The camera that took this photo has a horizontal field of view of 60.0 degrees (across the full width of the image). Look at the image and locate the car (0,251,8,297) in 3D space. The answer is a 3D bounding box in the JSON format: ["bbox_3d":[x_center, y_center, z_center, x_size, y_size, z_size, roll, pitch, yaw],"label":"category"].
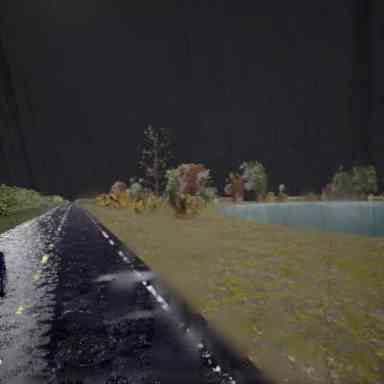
[{"bbox_3d":[-4.693,1.662,6.121,1.812,1.442,4.674,-1,-1,-20],"label":"car"}]
